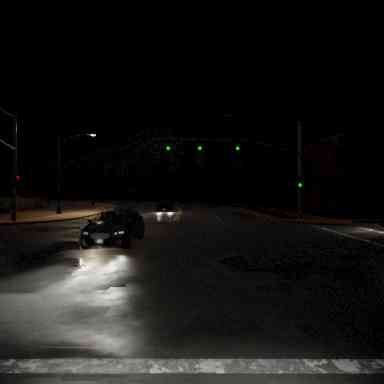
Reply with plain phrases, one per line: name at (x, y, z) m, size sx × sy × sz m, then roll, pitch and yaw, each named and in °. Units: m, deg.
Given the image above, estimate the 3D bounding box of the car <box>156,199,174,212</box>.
car at (-3.103, 1.548, 38.979) m, size 2.033 × 1.411 × 5.357 m, roll 0°, pitch 0°, yaw -1°

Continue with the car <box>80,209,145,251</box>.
car at (-3.232, 1.492, 14.329) m, size 2.128 × 1.511 × 4.902 m, roll 0°, pitch 0°, yaw 2°
